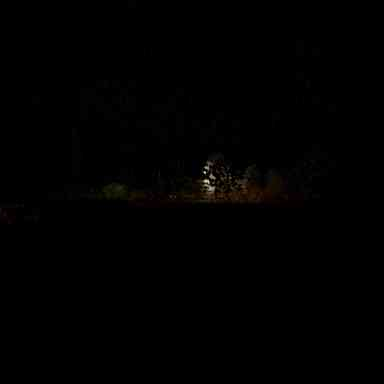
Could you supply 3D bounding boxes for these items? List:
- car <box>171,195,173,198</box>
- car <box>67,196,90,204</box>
[{"bbox_3d":[-6.383,1.672,95.037,1.882,1.535,5.008,0,0,34],"label":"car"},{"bbox_3d":[-23.683,1.604,69.215,1.882,1.535,5.008,0,0,34],"label":"car"}]
